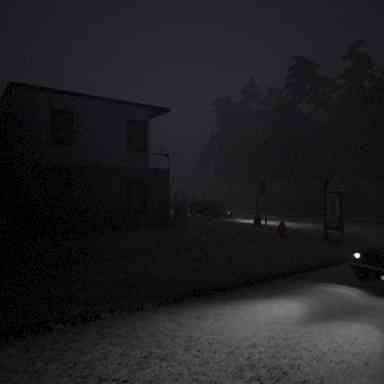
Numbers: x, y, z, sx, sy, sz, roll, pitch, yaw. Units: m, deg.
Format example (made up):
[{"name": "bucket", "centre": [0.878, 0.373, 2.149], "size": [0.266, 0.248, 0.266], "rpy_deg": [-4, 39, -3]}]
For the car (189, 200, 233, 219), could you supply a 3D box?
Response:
[{"name": "car", "centre": [1.622, 1.491, 29.640], "size": [2.128, 1.511, 4.902], "rpy_deg": [0, 0, -36]}]

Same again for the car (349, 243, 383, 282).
[{"name": "car", "centre": [6.134, 1.601, 8.541], "size": [4.718, 1.301, 1.895], "rpy_deg": [0, 0, -34]}]

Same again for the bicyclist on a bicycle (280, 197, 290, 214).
[{"name": "bicyclist on a bicycle", "centre": [9.320, 1.349, 33.312], "size": [1.656, 1.620, 0.582], "rpy_deg": [0, 0, -36]}]
